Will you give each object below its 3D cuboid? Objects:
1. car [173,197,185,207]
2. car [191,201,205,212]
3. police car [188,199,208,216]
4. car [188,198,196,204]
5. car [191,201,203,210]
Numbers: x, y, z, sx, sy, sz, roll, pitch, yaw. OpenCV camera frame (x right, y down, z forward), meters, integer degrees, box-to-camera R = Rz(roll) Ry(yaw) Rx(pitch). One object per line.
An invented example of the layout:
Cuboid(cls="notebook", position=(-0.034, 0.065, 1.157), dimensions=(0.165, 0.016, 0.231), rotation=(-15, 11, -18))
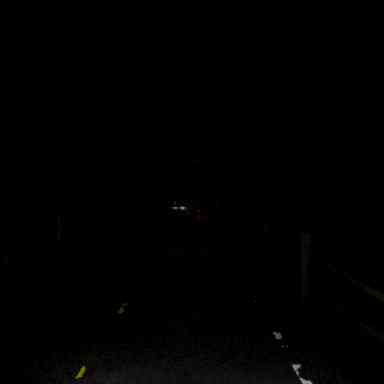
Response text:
Cuboid(cls="car", position=(-2.765, 2.111, 70.985), dimensions=(2.150, 2.045, 5.566), rotation=(0, -1, 0))
Cuboid(cls="car", position=(0.815, 2.073, 48.426), dimensions=(1.882, 1.535, 5.008), rotation=(0, -1, 0))
Cuboid(cls="police car", position=(0.817, 1.892, 38.534), dimensions=(1.930, 1.638, 5.238), rotation=(0, -1, 0))
Cuboid(cls="car", position=(-0.019, 2.485, 89.459), dimensions=(2.033, 1.411, 5.357), rotation=(0, 0, 0))
Cuboid(cls="car", position=(0.813, 2.179, 54.427), dimensions=(1.837, 1.490, 4.892), rotation=(0, -1, 0))
